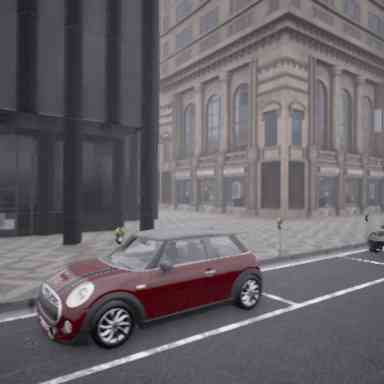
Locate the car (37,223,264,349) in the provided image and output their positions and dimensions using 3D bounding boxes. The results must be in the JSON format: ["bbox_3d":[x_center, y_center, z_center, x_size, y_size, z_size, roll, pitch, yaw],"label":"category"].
[{"bbox_3d":[-0.622,1.449,6.201,4.097,1.590,1.967,0,0,-36],"label":"car"}]

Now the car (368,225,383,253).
[{"bbox_3d":[8.498,1.609,12.707,4.313,1.339,1.947,0,0,-36],"label":"car"}]
